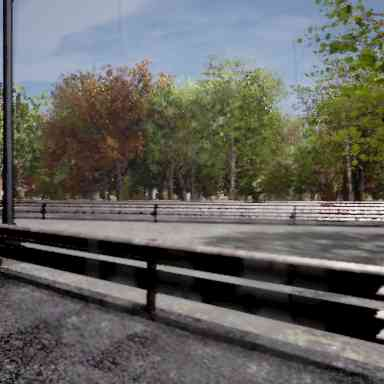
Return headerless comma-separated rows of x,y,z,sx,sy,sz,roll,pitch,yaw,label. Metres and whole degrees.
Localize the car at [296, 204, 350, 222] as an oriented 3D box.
10.538,1.640,26.954,4.181,1.385,1.994,0,0,15,car
